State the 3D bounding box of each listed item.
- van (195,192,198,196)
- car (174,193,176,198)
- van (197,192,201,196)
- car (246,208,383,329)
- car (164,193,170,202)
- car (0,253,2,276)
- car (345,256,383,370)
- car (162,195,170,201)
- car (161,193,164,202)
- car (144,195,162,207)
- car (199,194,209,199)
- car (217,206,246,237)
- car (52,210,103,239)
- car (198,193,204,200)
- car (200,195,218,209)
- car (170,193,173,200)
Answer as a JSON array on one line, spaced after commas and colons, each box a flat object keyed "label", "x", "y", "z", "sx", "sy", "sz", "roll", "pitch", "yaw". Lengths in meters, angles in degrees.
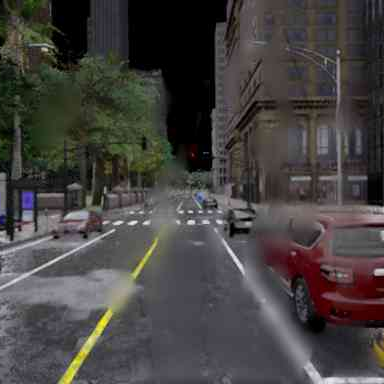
[{"label": "van", "x": 2.182, "y": 1.148, "z": 82.034, "sx": 1.690, "sy": 1.788, "sz": 3.998, "roll": -1, "pitch": 0, "yaw": 0}, {"label": "car", "x": -6.420, "y": 1.188, "z": 92.834, "sx": 2.192, "sy": 1.841, "sz": 5.009, "roll": -1, "pitch": 0, "yaw": 0}, {"label": "van", "x": 2.335, "y": 1.202, "z": 60.354, "sx": 1.690, "sy": 1.788, "sz": 3.998, "roll": -1, "pitch": 0, "yaw": 0}, {"label": "car", "x": 2.714, "y": 1.274, "z": 6.807, "sx": 2.192, "sy": 1.841, "sz": 5.009, "roll": -1, "pitch": 0, "yaw": 0}, {"label": "car", "x": -6.265, "y": 1.373, "z": 71.154, "sx": 1.967, "sy": 1.590, "sz": 4.097, "roll": -1, "pitch": 0, "yaw": 0}, {"label": "car", "x": -5.809, "y": 1.496, "z": 6.762, "sx": 1.967, "sy": 1.590, "sz": 4.097, "roll": -1, "pitch": 0, "yaw": 0}, {"label": "car", "x": 2.754, "y": 1.492, "z": 1.552, "sx": 1.752, "sy": 1.417, "sz": 4.829, "roll": -1, "pitch": 0, "yaw": 0}, {"label": "car", "x": -6.339, "y": 1.429, "z": 81.825, "sx": 1.752, "sy": 1.417, "sz": 4.829, "roll": -1, "pitch": 0, "yaw": 0}, {"label": "car", "x": -6.150, "y": 1.410, "z": 54.893, "sx": 1.967, "sy": 1.590, "sz": 4.097, "roll": -1, "pitch": 0, "yaw": 0}, {"label": "car", "x": -6.110, "y": 1.532, "z": 49.473, "sx": 2.008, "sy": 1.369, "sz": 4.403, "roll": -1, "pitch": 0, "yaw": 0}, {"label": "car", "x": 2.415, "y": 1.450, "z": 49.513, "sx": 1.947, "sy": 1.339, "sz": 4.313, "roll": -1, "pitch": 0, "yaw": 0}, {"label": "car", "x": 2.641, "y": 1.508, "z": 17.657, "sx": 1.947, "sy": 1.339, "sz": 4.313, "roll": -1, "pitch": 0, "yaw": 0}, {"label": "car", "x": -5.884, "y": 1.622, "z": 17.615, "sx": 1.802, "sy": 1.307, "sz": 4.206, "roll": -1, "pitch": 0, "yaw": 0}, {"label": "car", "x": 2.375, "y": 1.398, "z": 55.104, "sx": 1.752, "sy": 1.417, "sz": 4.829, "roll": -1, "pitch": 0, "yaw": 0}, {"label": "car", "x": 2.454, "y": 1.461, "z": 44.093, "sx": 1.947, "sy": 1.339, "sz": 4.313, "roll": -1, "pitch": 0, "yaw": 0}, {"label": "car", "x": -6.305, "y": 1.233, "z": 76.574, "sx": 2.192, "sy": 1.841, "sz": 5.009, "roll": -1, "pitch": 0, "yaw": 0}]
